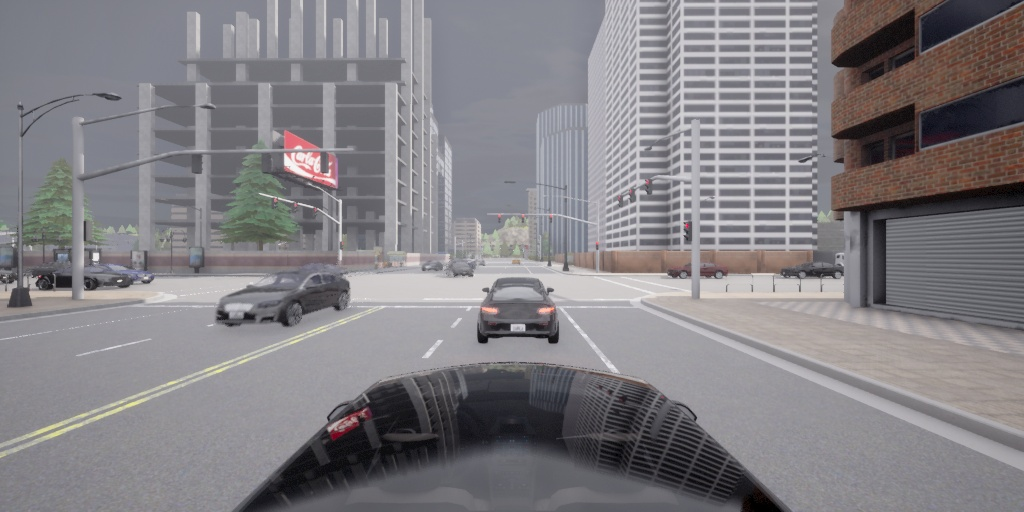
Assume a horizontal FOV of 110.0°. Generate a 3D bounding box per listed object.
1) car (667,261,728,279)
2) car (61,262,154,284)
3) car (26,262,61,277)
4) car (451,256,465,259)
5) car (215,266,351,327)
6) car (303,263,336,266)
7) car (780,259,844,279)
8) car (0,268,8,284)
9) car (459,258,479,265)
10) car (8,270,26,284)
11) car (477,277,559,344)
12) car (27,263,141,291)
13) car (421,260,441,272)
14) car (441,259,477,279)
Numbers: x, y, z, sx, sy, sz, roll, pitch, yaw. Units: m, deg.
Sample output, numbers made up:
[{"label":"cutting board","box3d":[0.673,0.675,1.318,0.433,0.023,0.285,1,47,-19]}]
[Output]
[{"label":"car","box3d":[16.471,1.228,31.918,5.008,1.535,1.882,0,0,0]},{"label":"car","box3d":[-27.857,1.276,25.020,4.674,1.442,1.812,0,0,0]},{"label":"car","box3d":[-40.790,1.255,32.305,4.892,1.490,1.837,0,0,0]},{"label":"car","box3d":[-9.862,1.102,61.739,2.097,1.767,4.553,0,0,1]},{"label":"car","box3d":[-7.000,1.241,11.595,2.128,1.511,4.902,0,0,1]},{"label":"car","box3d":[-17.452,1.297,31.925,5.357,1.411,2.033,0,0,-8]},{"label":"car","box3d":[26.664,1.228,31.838,5.008,1.535,1.882,0,0,0]},{"label":"car","box3d":[-34.201,1.102,21.566,4.553,1.767,2.097,0,0,0]},{"label":"car","box3d":[-6.495,1.351,52.755,1.895,1.301,4.718,0,0,1]},{"label":"car","box3d":[-37.846,1.255,25.091,4.892,1.490,1.837,0,0,0]},{"label":"car","box3d":[0.160,1.276,9.502,1.812,1.442,4.674,0,0,1]},{"label":"car","box3d":[-25.503,1.314,21.503,4.181,1.385,1.994,0,0,0]},{"label":"car","box3d":[-10.090,1.241,45.457,2.128,1.511,4.902,0,0,0]},{"label":"car","box3d":[-4.994,1.257,33.458,1.837,1.490,4.892,-1,0,-21]}]
